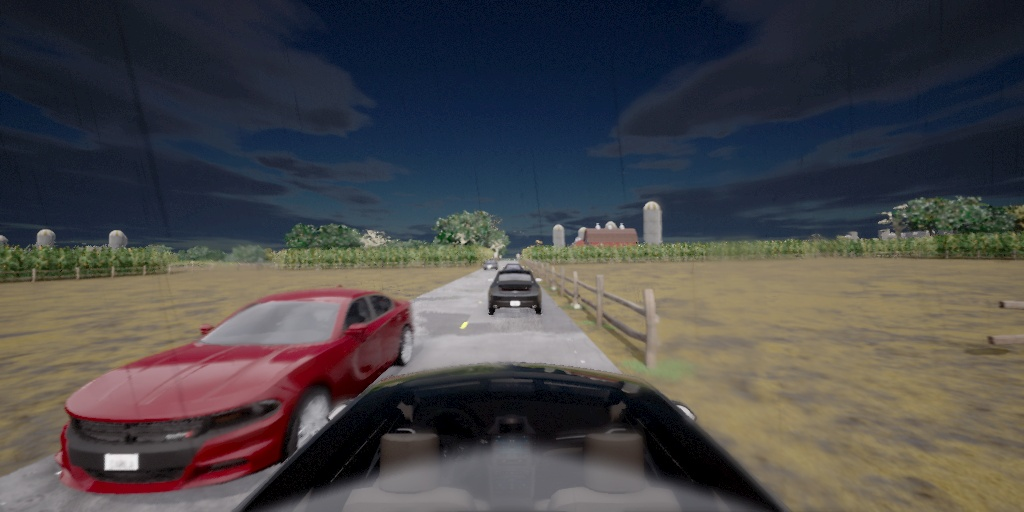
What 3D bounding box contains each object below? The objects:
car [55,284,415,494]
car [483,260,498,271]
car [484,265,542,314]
[{"bbox_3d":[-2.850,1.231,5.115,1.882,1.535,5.008,0,0,0],"label":"car"},{"bbox_3d":[-2.814,1.223,47.884,2.128,1.511,4.902,0,0,0],"label":"car"},{"bbox_3d":[0.102,1.264,13.837,1.837,1.490,4.892,0,0,0],"label":"car"}]
